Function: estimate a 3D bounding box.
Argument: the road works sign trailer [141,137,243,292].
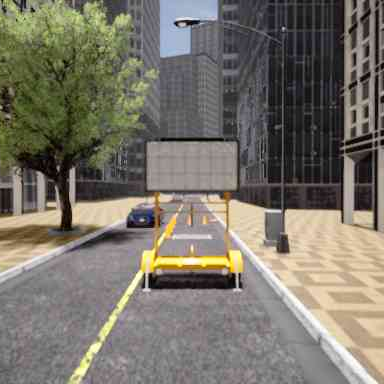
[{"bbox_3d":[0.001,0.392,8.709,2.380,3.560,2.880,0,0,0],"label":"road works sign trailer"}]

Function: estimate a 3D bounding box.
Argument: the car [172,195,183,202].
[{"bbox_3d":[-2.775,1.162,62.821,1.895,1.301,4.718,0,0,1],"label":"car"}]

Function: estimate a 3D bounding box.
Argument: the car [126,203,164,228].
[{"bbox_3d":[-2.848,1.398,20.828,1.994,1.385,4.181,0,0,0],"label":"car"}]
